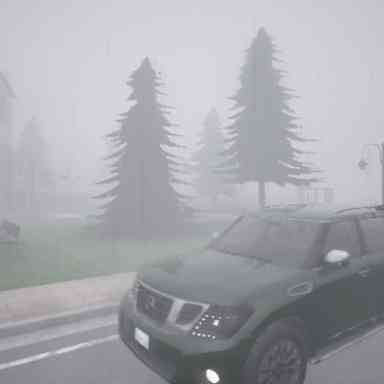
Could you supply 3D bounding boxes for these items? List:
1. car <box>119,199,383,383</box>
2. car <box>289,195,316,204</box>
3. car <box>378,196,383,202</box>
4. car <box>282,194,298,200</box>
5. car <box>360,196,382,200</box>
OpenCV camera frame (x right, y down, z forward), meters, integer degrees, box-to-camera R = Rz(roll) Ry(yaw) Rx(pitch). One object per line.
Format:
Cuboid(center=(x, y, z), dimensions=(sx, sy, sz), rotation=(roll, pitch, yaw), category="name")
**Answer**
Cuboid(center=(1.709, 1.236, 5.212), dimensions=(5.566, 2.045, 2.150), rotation=(0, 0, -35), category="car")
Cuboid(center=(23.033, 1.552, 69.358), dimensions=(2.152, 1.636, 5.027), rotation=(0, 0, -36), category="car")
Cuboid(center=(45.296, 1.602, 75.748), dimensions=(2.007, 1.523, 4.514), rotation=(0, 0, -36), category="car")
Cuboid(center=(20.509, 1.549, 67.495), dimensions=(2.007, 1.523, 4.514), rotation=(0, 0, -36), category="car")
Cuboid(center=(37.134, 1.587, 69.983), dimensions=(1.845, 1.501, 3.633), rotation=(0, 0, -36), category="car")
